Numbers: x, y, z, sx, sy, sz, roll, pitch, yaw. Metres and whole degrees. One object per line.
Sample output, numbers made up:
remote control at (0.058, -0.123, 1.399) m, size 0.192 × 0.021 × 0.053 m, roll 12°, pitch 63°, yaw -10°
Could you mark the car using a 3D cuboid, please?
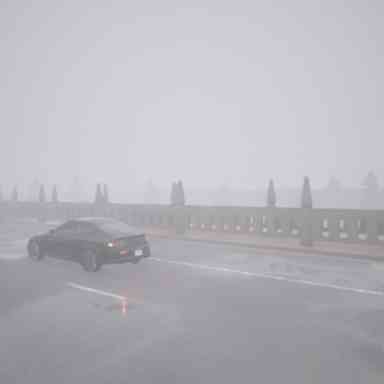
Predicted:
car at (-3.377, 1.545, 10.704) m, size 4.674 × 1.442 × 1.812 m, roll 0°, pitch 0°, yaw 36°
